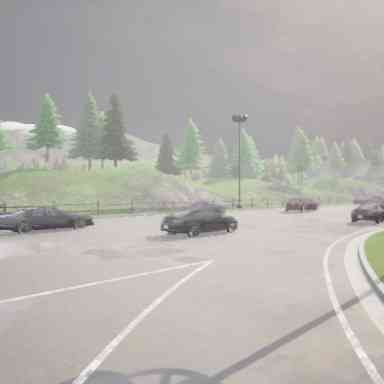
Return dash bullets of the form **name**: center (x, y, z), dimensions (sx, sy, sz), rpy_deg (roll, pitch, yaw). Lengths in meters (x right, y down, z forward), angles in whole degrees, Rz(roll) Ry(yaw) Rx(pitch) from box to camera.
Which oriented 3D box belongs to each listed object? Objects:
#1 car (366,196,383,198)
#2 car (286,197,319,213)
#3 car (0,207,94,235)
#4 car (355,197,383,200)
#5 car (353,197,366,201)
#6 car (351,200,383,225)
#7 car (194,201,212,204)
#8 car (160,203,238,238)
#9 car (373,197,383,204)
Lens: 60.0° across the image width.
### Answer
- **car**: center (30.905, 1.412, 54.612), dimensions (4.553, 1.767, 2.097), rpy_deg (0, 0, -42)
- **car**: center (12.719, 1.394, 38.192), dimensions (4.553, 1.767, 2.097), rpy_deg (0, 0, -42)
- **car**: center (-8.445, 1.566, 19.093), dimensions (5.357, 1.411, 2.033), rpy_deg (0, 0, -42)
- **car**: center (19.439, 1.586, 34.833), dimensions (5.357, 1.411, 2.033), rpy_deg (0, 0, -42)
- **car**: center (30.137, 1.590, 58.765), dimensions (4.674, 1.442, 1.812), rpy_deg (0, 0, -42)
- **car**: center (13.415, 1.553, 24.679), dimensions (4.674, 1.442, 1.812), rpy_deg (0, 0, -42)
- **car**: center (1.364, 1.597, 32.661), dimensions (4.181, 1.385, 1.994), rpy_deg (0, 0, -42)
- **car**: center (0.440, 1.544, 17.682), dimensions (4.674, 1.442, 1.812), rpy_deg (0, 0, -42)
- **car**: center (37.458, 1.625, 65.378), dimensions (4.181, 1.385, 1.994), rpy_deg (0, 0, -42)
